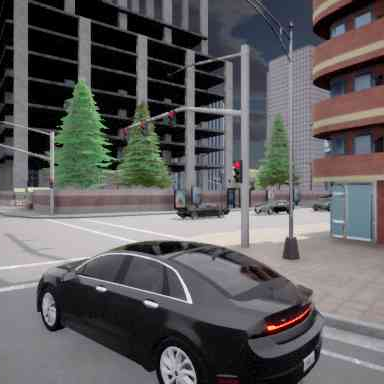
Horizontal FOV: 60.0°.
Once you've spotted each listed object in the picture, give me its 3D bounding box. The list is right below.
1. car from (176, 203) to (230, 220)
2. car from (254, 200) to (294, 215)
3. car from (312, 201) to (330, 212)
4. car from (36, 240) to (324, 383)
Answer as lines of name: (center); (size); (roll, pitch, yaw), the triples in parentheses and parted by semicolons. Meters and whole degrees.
car: (0.973, 1.656, 29.125); (4.718, 1.301, 1.895); (0, 0, -36)
car: (8.566, 1.547, 34.543); (4.902, 1.511, 2.128); (0, 0, -35)
car: (16.663, 1.407, 40.295); (4.553, 1.767, 2.097); (0, 0, -35)
car: (-0.602, 1.505, 5.065); (4.892, 1.490, 1.837); (0, 0, 41)
